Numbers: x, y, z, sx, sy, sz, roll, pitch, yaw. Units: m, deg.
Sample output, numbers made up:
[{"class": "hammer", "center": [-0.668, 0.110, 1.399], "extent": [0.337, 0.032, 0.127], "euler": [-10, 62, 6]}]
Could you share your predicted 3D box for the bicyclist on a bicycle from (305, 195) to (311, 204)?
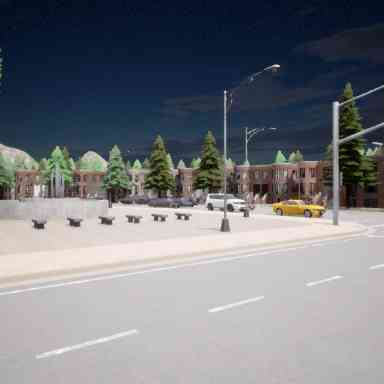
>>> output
[{"class": "bicyclist on a bicycle", "center": [16.256, 1.307, 46.652], "extent": [1.656, 1.620, 0.582], "euler": [0, 0, -37]}]

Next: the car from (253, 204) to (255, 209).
[{"class": "car", "center": [5.760, 1.529, 41.777], "extent": [1.812, 1.442, 4.674], "euler": [0, 0, -41]}]

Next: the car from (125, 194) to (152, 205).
[{"class": "car", "center": [-9.827, 1.355, 61.187], "extent": [4.553, 1.767, 2.097], "euler": [0, 0, 21]}]

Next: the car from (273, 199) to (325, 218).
[{"class": "car", "center": [9.823, 1.480, 30.815], "extent": [1.882, 1.535, 5.008], "euler": [0, 0, -37]}]

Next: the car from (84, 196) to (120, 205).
[{"class": "car", "center": [-15.120, 1.403, 55.766], "extent": [4.718, 1.301, 1.895], "euler": [0, 0, 16]}]

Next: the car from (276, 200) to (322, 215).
[{"class": "car", "center": [11.142, 1.567, 34.888], "extent": [1.994, 1.385, 4.181], "euler": [0, 0, -37]}]

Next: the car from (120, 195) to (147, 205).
[{"class": "car", "center": [-10.859, 1.509, 57.854], "extent": [4.892, 1.490, 1.837], "euler": [0, 0, 21]}]

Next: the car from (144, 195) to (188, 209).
[{"class": "car", "center": [-3.609, 1.550, 45.922], "extent": [5.357, 1.411, 2.033], "euler": [0, 0, 36]}]

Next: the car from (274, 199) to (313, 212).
[{"class": "car", "center": [12.118, 1.567, 39.876], "extent": [1.994, 1.385, 4.181], "euler": [0, 0, -37]}]

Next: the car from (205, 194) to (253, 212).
[{"class": "car", "center": [3.900, 1.224, 38.684], "extent": [2.150, 2.045, 5.566], "euler": [0, 0, -39]}]

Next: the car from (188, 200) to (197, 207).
[{"class": "car", "center": [-1.775, 1.550, 48.918], "extent": [5.357, 1.411, 2.033], "euler": [0, 0, 36]}]
